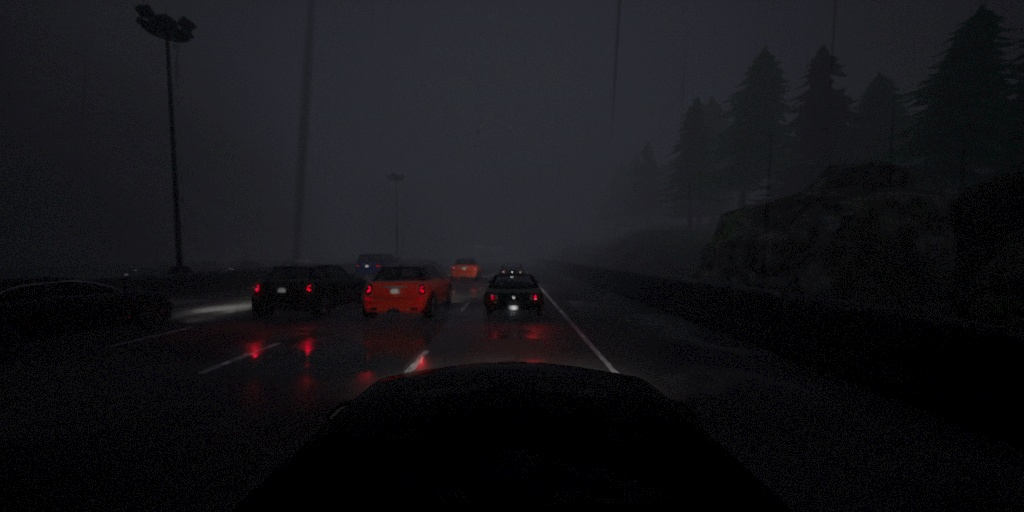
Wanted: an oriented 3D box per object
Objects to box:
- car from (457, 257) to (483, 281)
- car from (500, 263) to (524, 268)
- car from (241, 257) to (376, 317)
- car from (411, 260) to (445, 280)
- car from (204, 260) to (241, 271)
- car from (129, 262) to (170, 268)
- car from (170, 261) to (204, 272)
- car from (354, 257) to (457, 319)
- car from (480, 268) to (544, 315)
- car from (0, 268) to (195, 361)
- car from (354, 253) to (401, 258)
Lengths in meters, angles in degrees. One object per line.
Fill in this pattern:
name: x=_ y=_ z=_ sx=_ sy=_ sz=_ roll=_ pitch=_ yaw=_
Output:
car: x=-3.496 y=0.945 z=28.354 sx=2.097 sy=1.767 sz=4.553 roll=0 pitch=0 yaw=0
car: x=0.007 y=1.192 z=28.190 sx=1.895 sy=1.301 sz=4.718 roll=0 pitch=0 yaw=0
car: x=-6.945 y=1.042 z=12.937 sx=2.097 sy=1.767 sz=4.553 roll=0 pitch=0 yaw=0
car: x=-6.999 y=1.111 z=30.356 sx=1.812 sy=1.442 sz=4.674 roll=0 pitch=0 yaw=0
car: x=-24.697 y=1.069 z=32.587 sx=1.882 sy=1.535 sz=5.008 roll=0 pitch=0 yaw=0
car: x=-31.693 y=1.205 z=31.621 sx=1.895 sy=1.301 sz=4.718 roll=0 pitch=0 yaw=0
car: x=-28.196 y=1.157 z=32.896 sx=1.994 sy=1.385 sz=4.181 roll=0 pitch=0 yaw=0
car: x=-3.444 y=1.040 z=12.652 sx=2.097 sy=1.767 sz=4.553 roll=0 pitch=0 yaw=0
car: x=0.058 y=1.282 z=13.169 sx=1.895 sy=1.301 sz=4.718 roll=0 pitch=0 yaw=0
car: x=-10.441 y=1.216 z=8.062 sx=2.128 sy=1.511 sz=4.902 roll=0 pitch=0 yaw=0
car: x=-10.494 y=0.821 z=28.593 sx=2.150 sy=2.045 sz=5.566 roll=0 pitch=0 yaw=0
